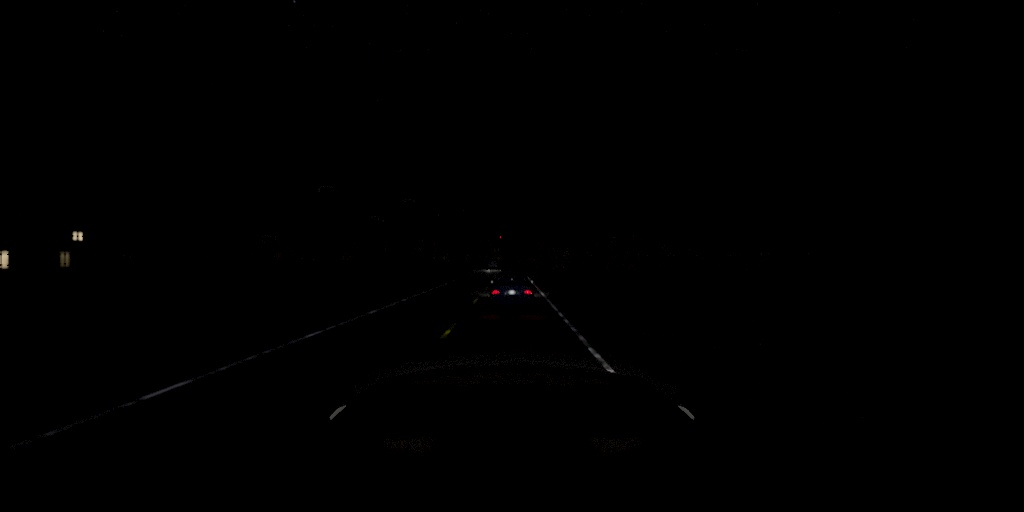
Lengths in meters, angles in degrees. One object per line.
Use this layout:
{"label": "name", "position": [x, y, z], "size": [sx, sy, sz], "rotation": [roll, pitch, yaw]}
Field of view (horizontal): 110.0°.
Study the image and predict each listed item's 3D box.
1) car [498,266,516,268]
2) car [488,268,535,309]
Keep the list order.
{"label": "car", "position": [-0.007, 1.617, 30.953], "size": [1.895, 1.301, 4.718], "rotation": [0, 0, 0]}
{"label": "car", "position": [-0.003, 1.428, 15.835], "size": [2.033, 1.411, 5.357], "rotation": [0, 0, 0]}
